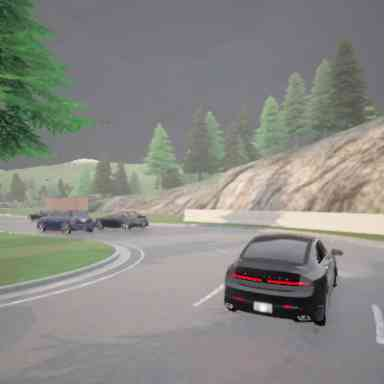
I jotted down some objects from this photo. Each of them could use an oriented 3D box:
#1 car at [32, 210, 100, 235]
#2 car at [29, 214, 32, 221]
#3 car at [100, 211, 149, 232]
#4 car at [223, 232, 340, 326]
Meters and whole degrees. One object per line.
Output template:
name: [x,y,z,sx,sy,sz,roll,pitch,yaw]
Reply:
car: [-9.306,2.094,24.407,4.553,1.767,2.097,-2,-2,35]
car: [-17.484,2.811,39.240,4.718,1.301,1.895,-2,-2,42]
car: [-5.548,2.247,26.101,4.902,1.511,2.128,-2,-2,35]
car: [2.234,1.699,7.656,1.837,1.490,4.892,1,-1,26]
